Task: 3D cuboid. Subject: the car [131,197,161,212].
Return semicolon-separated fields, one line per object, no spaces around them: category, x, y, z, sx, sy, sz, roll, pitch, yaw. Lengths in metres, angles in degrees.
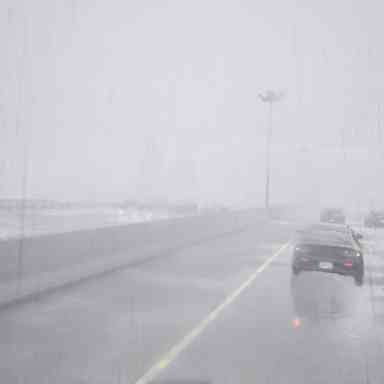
car;-4.079;1.294;35.709;1.882;1.535;5.008;2;0;23

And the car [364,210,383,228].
car;15.131;2.187;26.794;1.994;1.385;4.181;2;0;23

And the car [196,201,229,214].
car;2.378;1.613;33.028;1.812;1.442;4.674;2;0;23

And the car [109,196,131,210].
car;-7.307;1.207;37.057;1.812;1.442;4.674;2;0;23

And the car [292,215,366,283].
car;4.285;1.700;10.471;1.812;1.442;4.674;2;0;23

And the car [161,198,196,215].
car;-0.858;1.429;34.349;1.882;1.535;5.008;2;0;23

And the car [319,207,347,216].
car;11.726;1.986;27.723;1.837;1.490;4.892;2;0;23
